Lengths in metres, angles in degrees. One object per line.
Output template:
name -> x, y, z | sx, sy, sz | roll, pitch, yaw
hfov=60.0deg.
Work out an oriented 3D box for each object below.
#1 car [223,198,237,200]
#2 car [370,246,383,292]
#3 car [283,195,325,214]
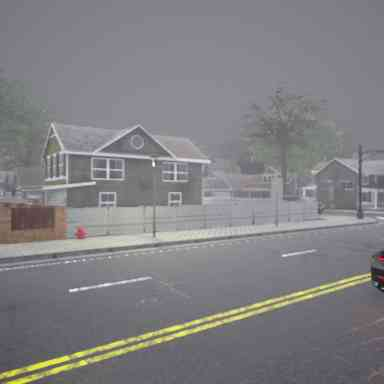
car -> 5.421, 1.639, 45.453 | 1.882, 1.535, 5.008 | 0, 0, -35
car -> 6.035, 1.540, 7.744 | 4.892, 1.490, 1.837 | 0, 0, -36
car -> 11.708, 1.365, 36.573 | 2.150, 2.045, 5.566 | 0, 0, -35
